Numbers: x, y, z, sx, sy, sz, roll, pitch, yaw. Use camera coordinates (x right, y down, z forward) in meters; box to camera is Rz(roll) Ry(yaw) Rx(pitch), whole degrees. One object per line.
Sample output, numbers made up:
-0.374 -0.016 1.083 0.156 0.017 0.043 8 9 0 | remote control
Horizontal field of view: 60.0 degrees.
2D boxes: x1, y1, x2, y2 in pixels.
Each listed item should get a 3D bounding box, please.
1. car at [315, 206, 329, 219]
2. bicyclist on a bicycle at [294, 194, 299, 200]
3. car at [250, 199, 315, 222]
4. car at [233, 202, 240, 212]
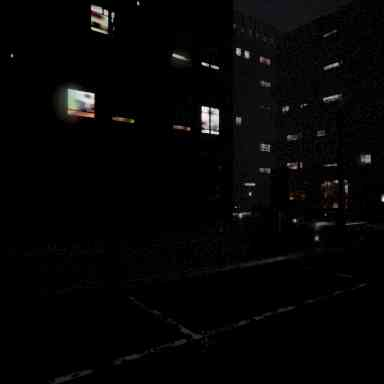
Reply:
8.222 1.318 25.813 1.812 1.442 4.674 0 1 -37 | car
11.451 1.011 36.190 1.656 1.620 0.582 0 1 -36 | bicyclist on a bicycle
6.206 1.342 24.168 2.008 1.369 4.403 1 0 -36 | car
2.723 1.167 33.332 1.837 1.490 4.892 0 1 -36 | car
